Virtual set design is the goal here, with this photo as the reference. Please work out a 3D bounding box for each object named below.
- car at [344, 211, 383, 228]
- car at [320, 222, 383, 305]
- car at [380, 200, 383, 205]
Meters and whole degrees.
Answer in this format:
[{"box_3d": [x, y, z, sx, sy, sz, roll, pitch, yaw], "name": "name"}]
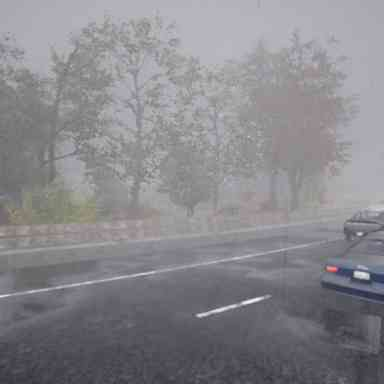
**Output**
[{"box_3d": [9.223, 1.684, 16.570, 4.902, 1.511, 2.128, 1, -1, -45], "name": "car"}, {"box_3d": [5.102, 1.643, 7.910, 5.357, 1.411, 2.033, 1, -1, -41], "name": "car"}, {"box_3d": [47.011, 2.494, 80.037, 1.994, 1.385, 4.181, 0, -1, 6], "name": "car"}]
